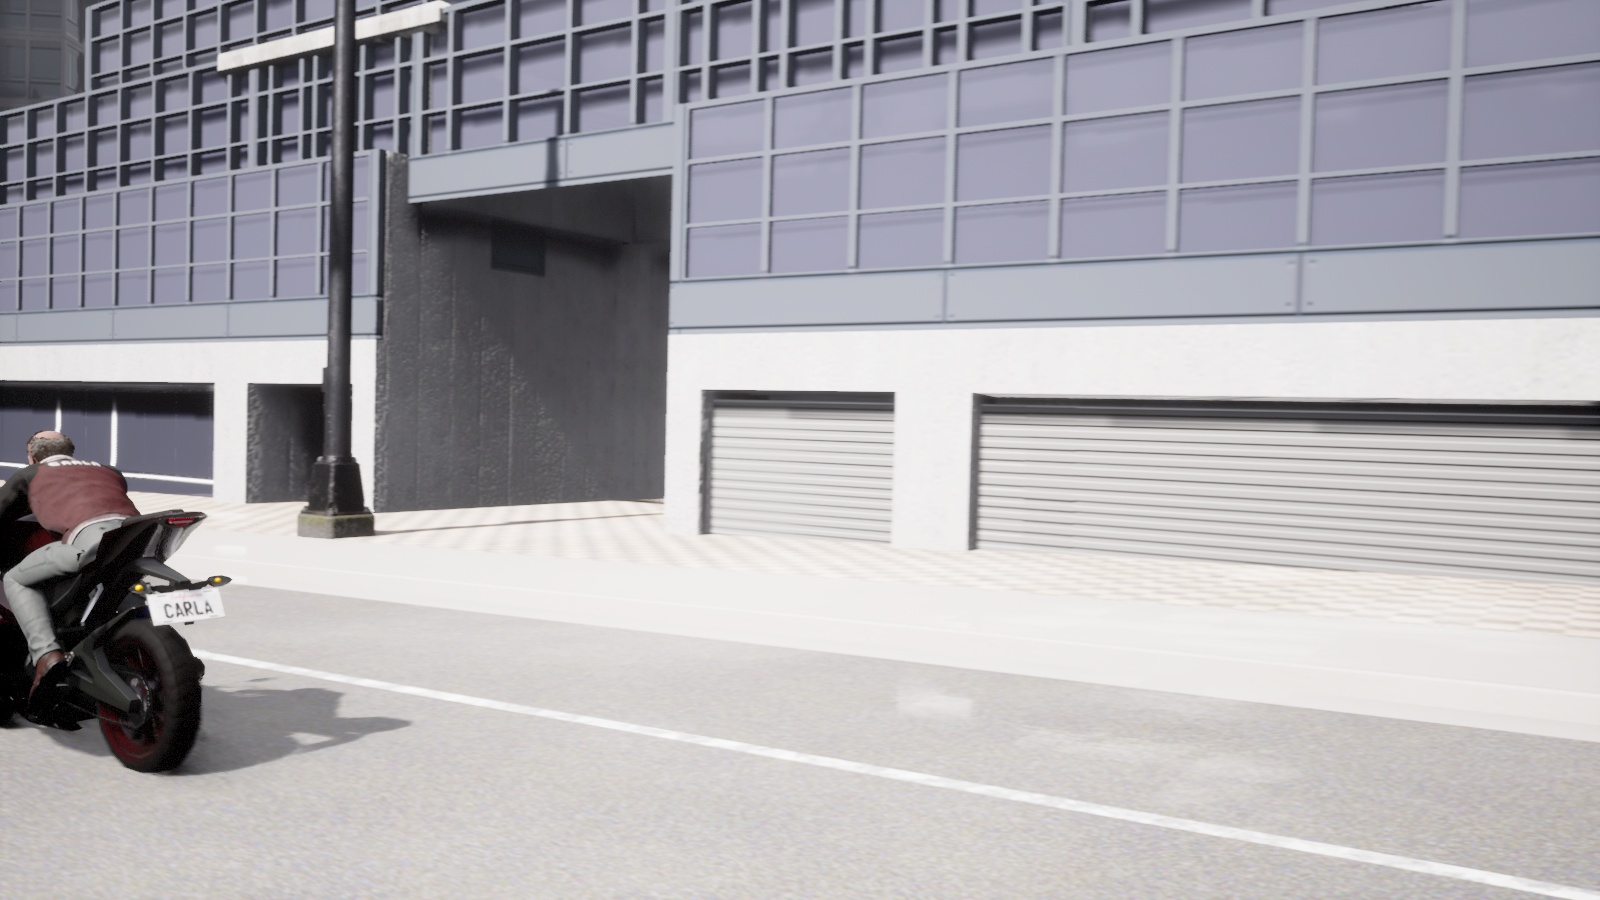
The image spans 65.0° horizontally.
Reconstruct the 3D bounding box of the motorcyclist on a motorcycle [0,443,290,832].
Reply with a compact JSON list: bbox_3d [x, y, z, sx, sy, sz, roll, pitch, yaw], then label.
[{"bbox_3d":[-3.480,0.749,5.937,2.191,1.530,0.866,-1,1,34],"label":"motorcyclist on a motorcycle"}]

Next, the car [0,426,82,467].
[{"bbox_3d":[-30.868,-0.148,48.588,1.882,1.535,5.008,2,2,34],"label":"car"}]
